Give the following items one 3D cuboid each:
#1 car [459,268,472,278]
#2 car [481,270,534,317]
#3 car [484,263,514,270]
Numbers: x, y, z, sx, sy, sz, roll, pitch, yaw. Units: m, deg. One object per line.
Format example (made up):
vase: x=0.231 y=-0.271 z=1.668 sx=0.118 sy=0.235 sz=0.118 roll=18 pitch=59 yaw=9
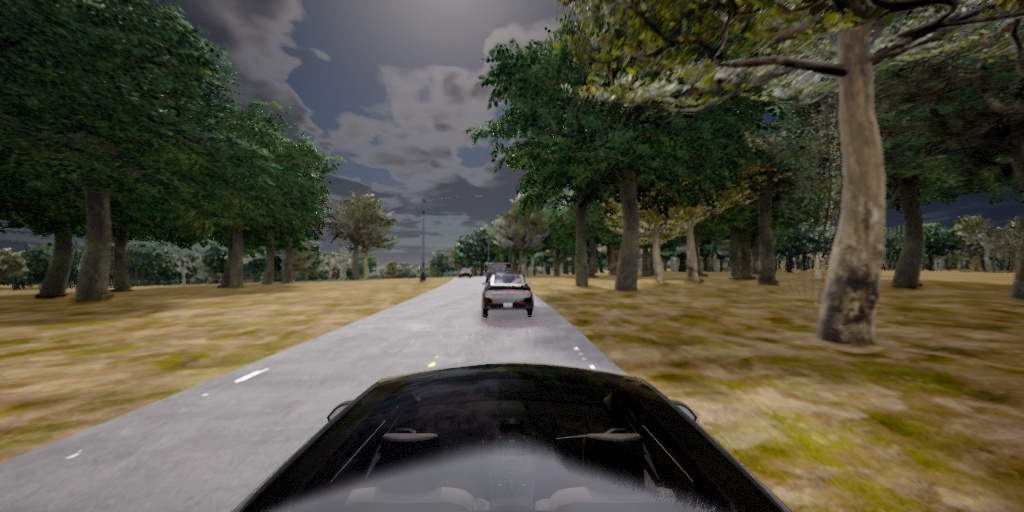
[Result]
car: x=-7.633 y=2.735 z=59.147 sx=2.097 sy=1.767 sz=4.553 roll=0 pitch=-3 yaw=-8
car: x=-0.204 y=1.464 z=14.295 sx=2.128 sy=1.511 sz=4.902 roll=0 pitch=-1 yaw=-2
car: x=-0.968 y=1.554 z=28.254 sx=2.150 sy=2.045 sz=5.566 roll=0 pitch=-1 yaw=-4
